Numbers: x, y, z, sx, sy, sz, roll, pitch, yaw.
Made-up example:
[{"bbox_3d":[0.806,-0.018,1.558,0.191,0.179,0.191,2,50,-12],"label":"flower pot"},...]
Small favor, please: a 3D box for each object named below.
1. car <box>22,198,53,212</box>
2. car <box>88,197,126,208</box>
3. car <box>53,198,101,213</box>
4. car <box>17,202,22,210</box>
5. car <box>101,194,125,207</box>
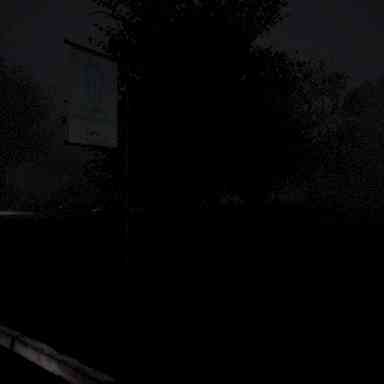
[{"bbox_3d":[-16.512,1.470,38.652,1.882,1.535,5.008,0,0,39],"label":"car"},{"bbox_3d":[-12.522,1.508,49.343,2.033,1.411,5.357,0,0,38],"label":"car"},{"bbox_3d":[-12.844,1.554,37.321,1.994,1.385,4.181,0,0,39],"label":"car"},{"bbox_3d":[-18.976,1.484,41.176,2.128,1.511,4.902,0,0,39],"label":"car"},{"bbox_3d":[-10.198,1.185,46.640,2.150,2.045,5.566,0,0,38],"label":"car"}]
